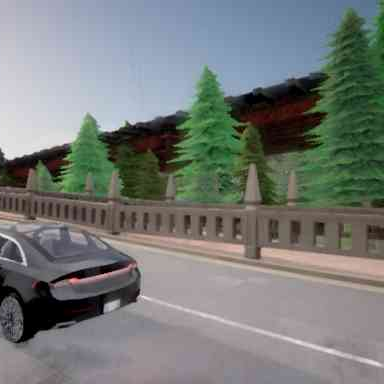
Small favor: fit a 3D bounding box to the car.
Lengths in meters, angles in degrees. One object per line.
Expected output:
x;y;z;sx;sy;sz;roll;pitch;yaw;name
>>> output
-3.108;1.315;6.160;4.902;1.511;2.128;3;2;35;car
